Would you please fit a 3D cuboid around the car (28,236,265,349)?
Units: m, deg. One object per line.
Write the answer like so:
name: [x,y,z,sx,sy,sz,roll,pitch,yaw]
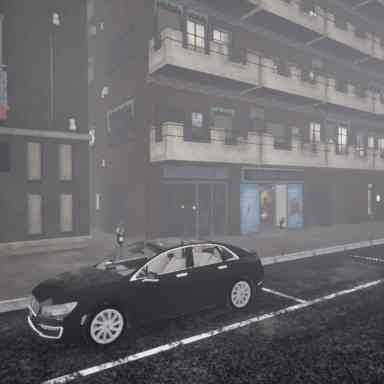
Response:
car: [-0.576,1.550,6.130,4.403,1.369,2.008,0,-1,-35]
